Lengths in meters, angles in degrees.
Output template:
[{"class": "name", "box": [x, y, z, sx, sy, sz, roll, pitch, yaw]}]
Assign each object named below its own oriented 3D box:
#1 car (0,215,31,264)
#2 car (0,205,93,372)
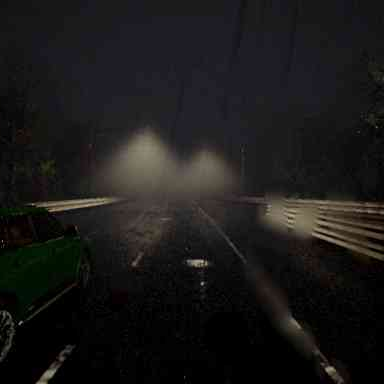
[{"class": "car", "box": [-6.951, 1.549, 10.199, 1.994, 1.385, 4.181, 0, 0, 0]}, {"class": "car", "box": [-3.420, 1.213, 5.615, 2.150, 2.045, 5.566, 0, 0, 0]}]
